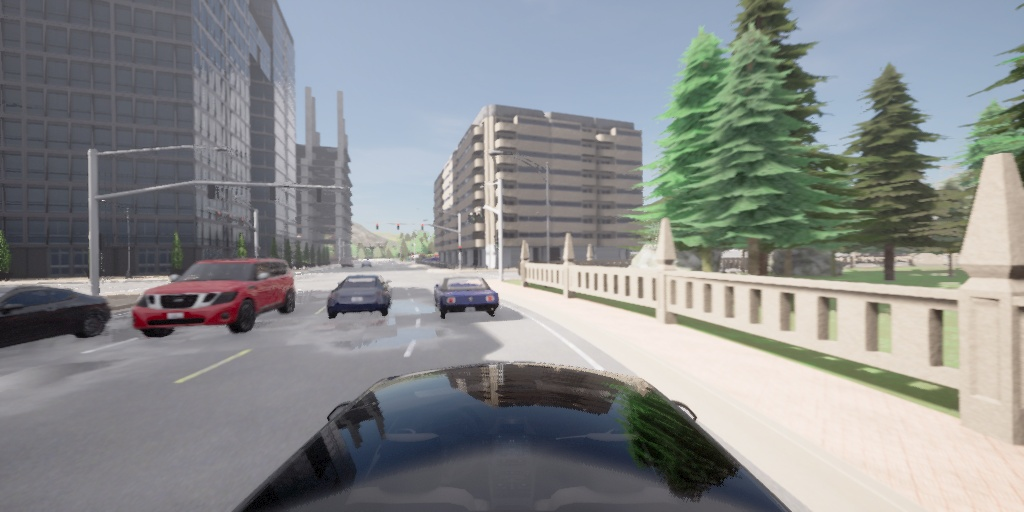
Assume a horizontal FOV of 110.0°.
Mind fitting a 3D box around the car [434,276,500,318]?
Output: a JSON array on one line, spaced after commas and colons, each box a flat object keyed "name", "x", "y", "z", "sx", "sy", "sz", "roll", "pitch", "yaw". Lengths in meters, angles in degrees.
[{"name": "car", "x": -1.841, "y": 1.372, "z": 13.193, "sx": 1.895, "sy": 1.301, "sz": 4.718, "roll": -1, "pitch": 0, "yaw": -15}]

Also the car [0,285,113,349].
[{"name": "car", "x": -11.449, "y": 1.416, "z": 7.857, "sx": 1.812, "sy": 1.442, "sz": 4.674, "roll": -1, "pitch": 0, "yaw": -13}]

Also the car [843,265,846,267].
[{"name": "car", "x": 42.156, "y": 0.775, "z": 47.742, "sx": 4.902, "sy": 1.511, "sz": 2.128, "roll": -1, "pitch": 0, "yaw": -19}]

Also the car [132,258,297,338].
[{"name": "car", "x": -8.612, "y": 1.079, "z": 11.137, "sx": 2.150, "sy": 2.045, "sz": 5.566, "roll": -1, "pitch": 0, "yaw": -14}]

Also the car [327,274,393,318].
[{"name": "car", "x": -5.583, "y": 1.380, "z": 13.558, "sx": 1.994, "sy": 1.385, "sz": 4.181, "roll": -1, "pitch": 0, "yaw": -16}]
